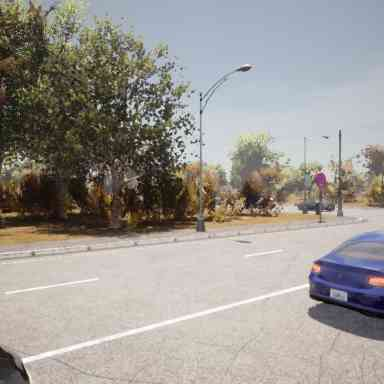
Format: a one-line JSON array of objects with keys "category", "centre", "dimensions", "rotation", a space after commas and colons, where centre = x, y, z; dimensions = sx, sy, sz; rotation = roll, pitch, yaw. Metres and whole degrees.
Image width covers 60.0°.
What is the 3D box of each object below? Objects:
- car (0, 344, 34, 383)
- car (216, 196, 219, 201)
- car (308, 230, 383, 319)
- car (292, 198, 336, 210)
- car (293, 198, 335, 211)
[{"category": "car", "centre": [-3.315, 1.492, 1.381], "dimensions": [4.902, 1.511, 2.128], "rotation": [0, 0, -36]}, {"category": "car", "centre": [3.980, 1.459, 56.278], "dimensions": [1.812, 1.442, 4.674], "rotation": [0, 1, -32]}, {"category": "car", "centre": [4.283, 1.526, 6.809], "dimensions": [4.674, 1.442, 1.812], "rotation": [0, 0, -36]}, {"category": "car", "centre": [16.086, 1.547, 44.053], "dimensions": [2.033, 1.411, 5.357], "rotation": [0, 0, -32]}, {"category": "car", "centre": [14.613, 1.564, 39.458], "dimensions": [1.994, 1.385, 4.181], "rotation": [0, 0, -32]}]
